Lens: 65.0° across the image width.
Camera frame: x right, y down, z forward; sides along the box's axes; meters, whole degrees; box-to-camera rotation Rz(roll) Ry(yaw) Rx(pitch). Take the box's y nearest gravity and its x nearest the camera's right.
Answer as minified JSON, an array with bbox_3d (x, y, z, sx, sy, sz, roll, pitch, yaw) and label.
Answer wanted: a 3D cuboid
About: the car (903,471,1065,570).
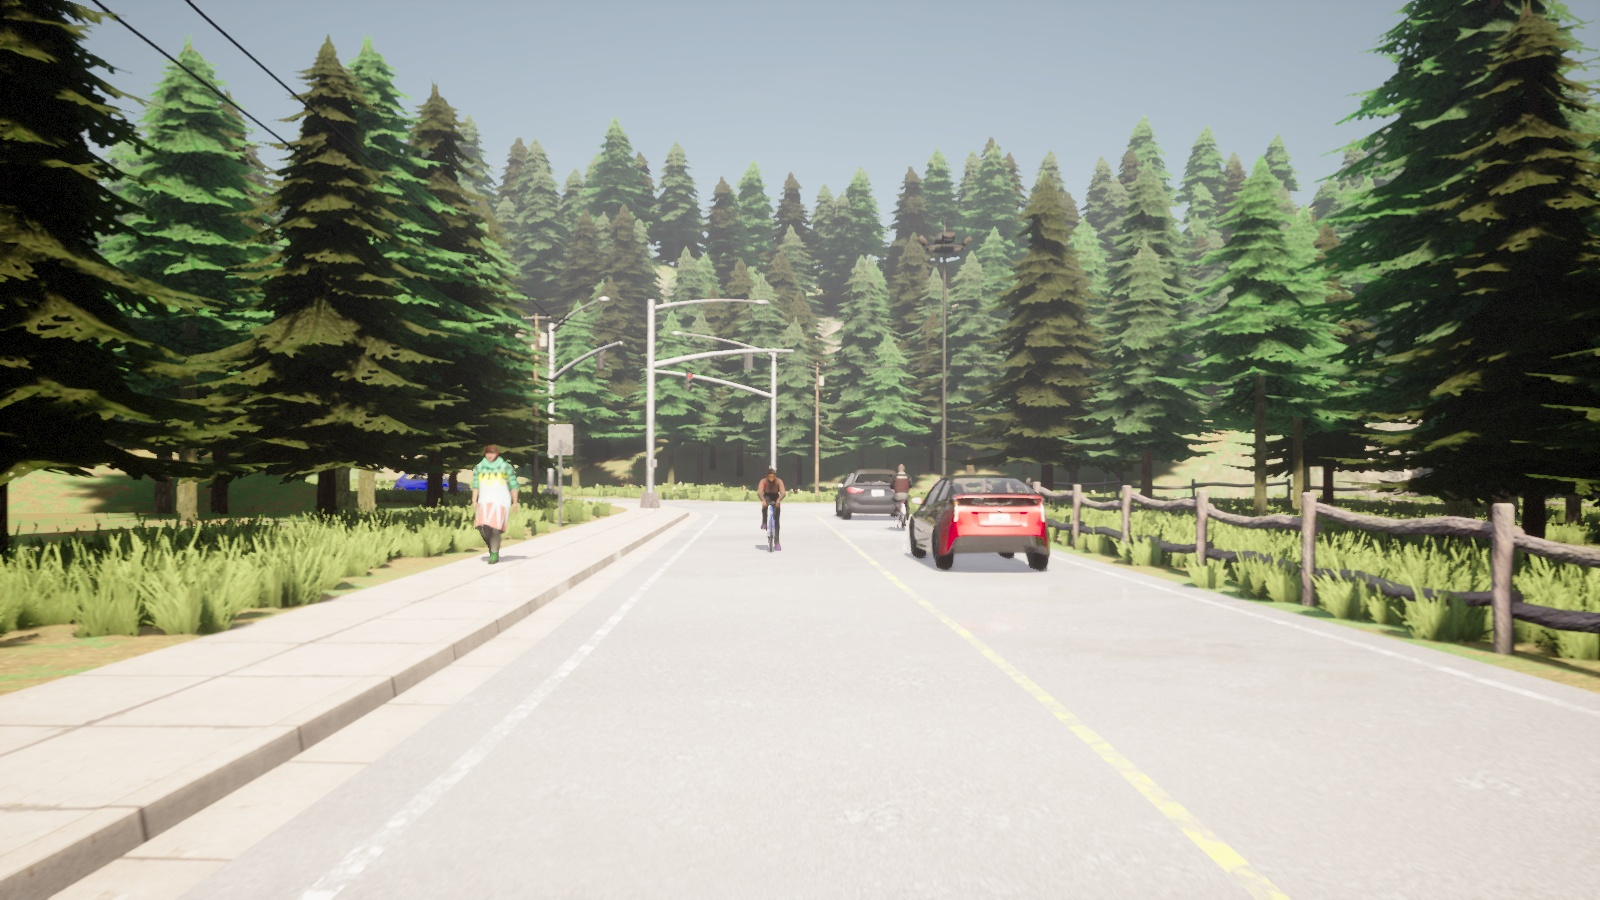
[{"bbox_3d":[3.033,1.129,21.732,2.007,1.525,4.514,0,-1,-2],"label":"car"}]

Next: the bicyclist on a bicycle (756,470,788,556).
[{"bbox_3d":[-0.551,1.196,24.465,0.582,1.620,1.656,0,-1,-2],"label":"bicyclist on a bicycle"}]

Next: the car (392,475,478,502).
[{"bbox_3d":[-19.899,2.088,68.574,4.193,1.474,1.816,-1,-1,17],"label":"car"}]

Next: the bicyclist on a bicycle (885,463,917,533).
[{"bbox_3d":[2.683,1.256,33.592,0.659,1.776,1.843,0,0,-2],"label":"bicyclist on a bicycle"}]

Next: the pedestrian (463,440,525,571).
[{"bbox_3d":[-4.646,0.830,19.096,0.659,1.952,0.873,0,-1,6],"label":"pedestrian"}]

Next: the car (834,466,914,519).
[{"bbox_3d":[2.413,1.380,42.288,2.242,1.667,4.611,0,-1,-2],"label":"car"}]
